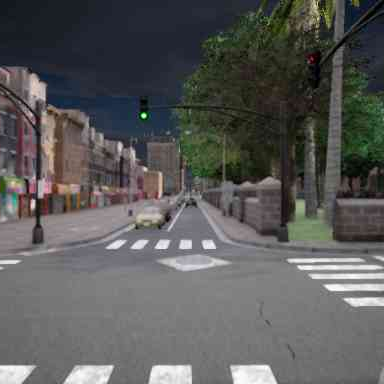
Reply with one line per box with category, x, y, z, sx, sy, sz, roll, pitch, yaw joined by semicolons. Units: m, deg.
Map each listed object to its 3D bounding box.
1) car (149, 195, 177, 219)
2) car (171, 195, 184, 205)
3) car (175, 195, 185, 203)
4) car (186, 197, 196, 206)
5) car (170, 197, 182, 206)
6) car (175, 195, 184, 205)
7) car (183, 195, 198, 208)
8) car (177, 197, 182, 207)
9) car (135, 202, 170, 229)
car;-2.713;1.415;27.611;2.192;1.841;5.009;0;0;0
car;-2.778;1.555;64.503;2.192;1.841;5.009;0;0;0
car;-2.805;1.615;80.314;2.192;1.841;5.009;0;0;0
car;-0.129;1.759;62.701;1.812;1.442;4.674;0;0;0
car;-2.769;1.659;59.232;1.967;1.590;4.097;0;0;0
car;-2.759;1.639;53.961;1.967;1.590;4.097;0;0;0
car;-0.108;1.698;52.281;1.837;1.490;4.892;0;0;0
car;-2.741;1.710;43.421;2.008;1.369;4.403;0;0;0
car;-2.698;1.606;22.172;1.752;1.417;4.829;0;0;0
